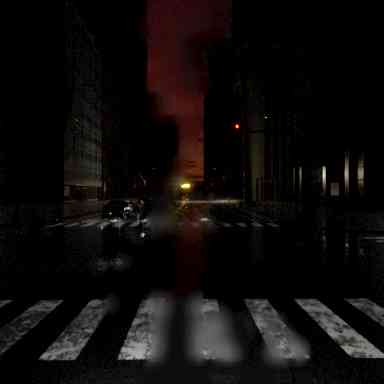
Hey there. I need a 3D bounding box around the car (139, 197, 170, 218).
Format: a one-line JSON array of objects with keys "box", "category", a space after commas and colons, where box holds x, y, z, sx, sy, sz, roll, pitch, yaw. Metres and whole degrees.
[{"box": [-3.379, 1.480, 30.891, 1.882, 1.535, 5.008, 0, 0, 0], "category": "car"}]

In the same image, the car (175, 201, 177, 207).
[{"box": [-3.391, 1.569, 50.193, 1.994, 1.385, 4.181, 0, 0, 1], "category": "car"}]

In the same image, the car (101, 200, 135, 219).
[{"box": [-6.646, 1.507, 29.600, 1.837, 1.490, 4.892, 0, 0, 1], "category": "car"}]

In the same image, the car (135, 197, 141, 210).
[{"box": [-6.641, 1.604, 38.863, 1.895, 1.301, 4.718, 0, 0, 0], "category": "car"}]

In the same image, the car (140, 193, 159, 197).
[{"box": [-6.644, 1.227, 49.160, 2.150, 2.045, 5.566, 0, 0, 1], "category": "car"}]

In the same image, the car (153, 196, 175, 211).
[{"box": [-3.396, 1.529, 40.171, 1.812, 1.442, 4.674, 0, 0, 0], "category": "car"}]
